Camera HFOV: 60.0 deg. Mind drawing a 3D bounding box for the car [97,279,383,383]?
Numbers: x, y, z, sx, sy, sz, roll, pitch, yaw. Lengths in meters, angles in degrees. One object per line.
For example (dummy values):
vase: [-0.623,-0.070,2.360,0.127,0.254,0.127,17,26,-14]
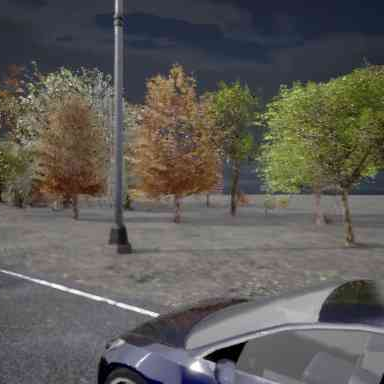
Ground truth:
car: [1.325,1.496,2.620,4.792,1.488,2.163,1,0,36]
